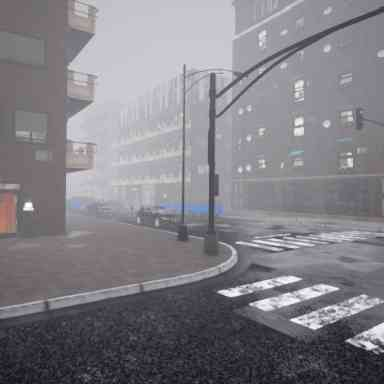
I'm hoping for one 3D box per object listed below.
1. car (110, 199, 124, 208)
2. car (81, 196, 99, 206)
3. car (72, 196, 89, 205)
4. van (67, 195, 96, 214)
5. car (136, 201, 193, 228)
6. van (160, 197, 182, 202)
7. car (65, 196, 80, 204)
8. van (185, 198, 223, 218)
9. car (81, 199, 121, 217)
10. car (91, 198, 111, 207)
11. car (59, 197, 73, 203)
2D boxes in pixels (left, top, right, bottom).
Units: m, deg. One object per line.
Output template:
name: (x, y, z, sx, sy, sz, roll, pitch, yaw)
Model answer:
car: (-11.593, 1.681, 49.247, 1.887, 1.381, 4.507, 1, -1, -35)
car: (-17.943, 1.595, 58.459, 1.967, 1.590, 4.097, 1, -1, -35)
car: (-21.118, 1.604, 63.065, 1.967, 1.590, 4.097, 1, -1, -35)
van: (-11.729, 1.360, 35.564, 1.690, 1.788, 3.998, 1, -1, -35)
car: (-2.204, 1.539, 21.745, 2.008, 1.369, 4.403, 1, -1, -35)
van: (-2.066, 1.448, 35.431, 1.690, 1.788, 3.998, 1, -1, -35)
car: (-24.293, 1.612, 67.671, 1.967, 1.590, 4.097, 1, -1, -35)
van: (1.110, 1.438, 30.825, 1.690, 1.788, 3.998, 1, -1, -35)
car: (-8.555, 1.591, 30.957, 1.802, 1.307, 4.206, 1, -1, -35)
car: (-14.769, 1.728, 53.852, 1.802, 1.307, 4.206, 1, -1, -35)
car: (-27.470, 1.725, 72.276, 1.887, 1.381, 4.507, 1, -1, -35)
